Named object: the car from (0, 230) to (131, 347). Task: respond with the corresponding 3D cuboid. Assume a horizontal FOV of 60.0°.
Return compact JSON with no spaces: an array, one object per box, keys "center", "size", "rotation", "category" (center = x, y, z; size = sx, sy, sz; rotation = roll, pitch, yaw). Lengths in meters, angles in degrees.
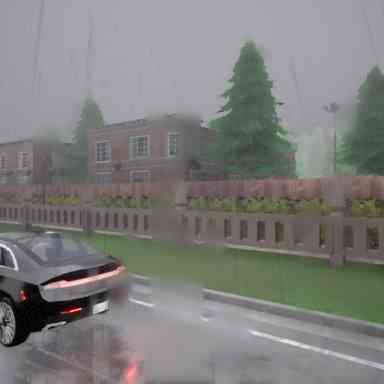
[{"center":[-3.318,1.492,6.340],"size":[4.902,1.511,2.128],"rotation":[0,0,36],"category":"car"}]
